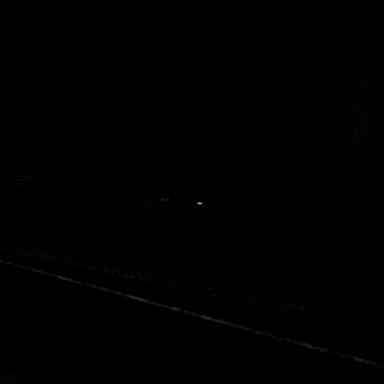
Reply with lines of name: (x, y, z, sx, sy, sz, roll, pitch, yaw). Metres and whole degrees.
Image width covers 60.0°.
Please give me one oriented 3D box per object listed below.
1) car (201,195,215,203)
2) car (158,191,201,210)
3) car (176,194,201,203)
car: (2.143, 1.133, 55.869, 1.994, 1.385, 4.181, 1, 1, 37)
car: (-1.726, 0.922, 39.155, 2.150, 2.045, 5.566, 1, 1, 38)
car: (-0.554, 1.033, 58.101, 1.837, 1.490, 4.892, 1, 1, 37)
